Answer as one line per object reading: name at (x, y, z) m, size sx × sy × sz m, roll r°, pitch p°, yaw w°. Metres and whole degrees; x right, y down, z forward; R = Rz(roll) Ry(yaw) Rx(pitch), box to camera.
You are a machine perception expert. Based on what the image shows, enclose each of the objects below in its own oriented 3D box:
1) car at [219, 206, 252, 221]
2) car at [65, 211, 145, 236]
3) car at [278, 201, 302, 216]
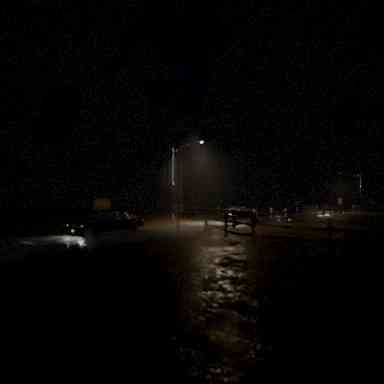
car at (4.719, 2.287, 35.701) m, size 2.128 × 1.511 × 4.902 m, roll -1°, pitch -2°, yaw 36°
car at (-5.400, 1.928, 21.507) m, size 2.033 × 1.411 × 5.357 m, roll -1°, pitch -2°, yaw 35°
car at (14.627, 2.352, 49.455) m, size 2.150 × 2.045 × 5.566 m, roll -1°, pitch -2°, yaw 35°
